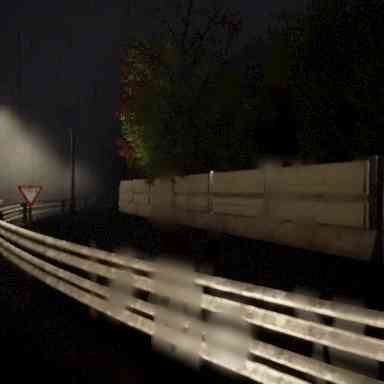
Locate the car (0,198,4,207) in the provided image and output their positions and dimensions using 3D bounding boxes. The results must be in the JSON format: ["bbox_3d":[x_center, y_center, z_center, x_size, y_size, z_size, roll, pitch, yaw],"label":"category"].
[{"bbox_3d":[-26.094,1.218,42.935,1.882,1.535,5.008,1,0,-7],"label":"car"}]
